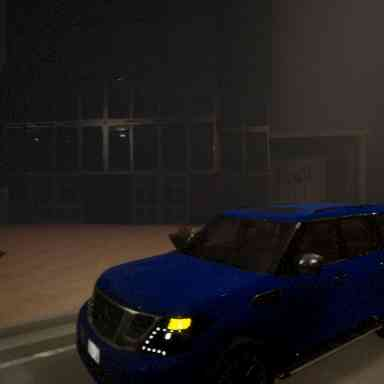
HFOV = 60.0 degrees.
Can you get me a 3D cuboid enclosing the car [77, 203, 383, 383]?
[{"bbox_3d":[1.282,1.216,4.893,5.566,2.045,2.150,0,0,-35],"label":"car"}]
